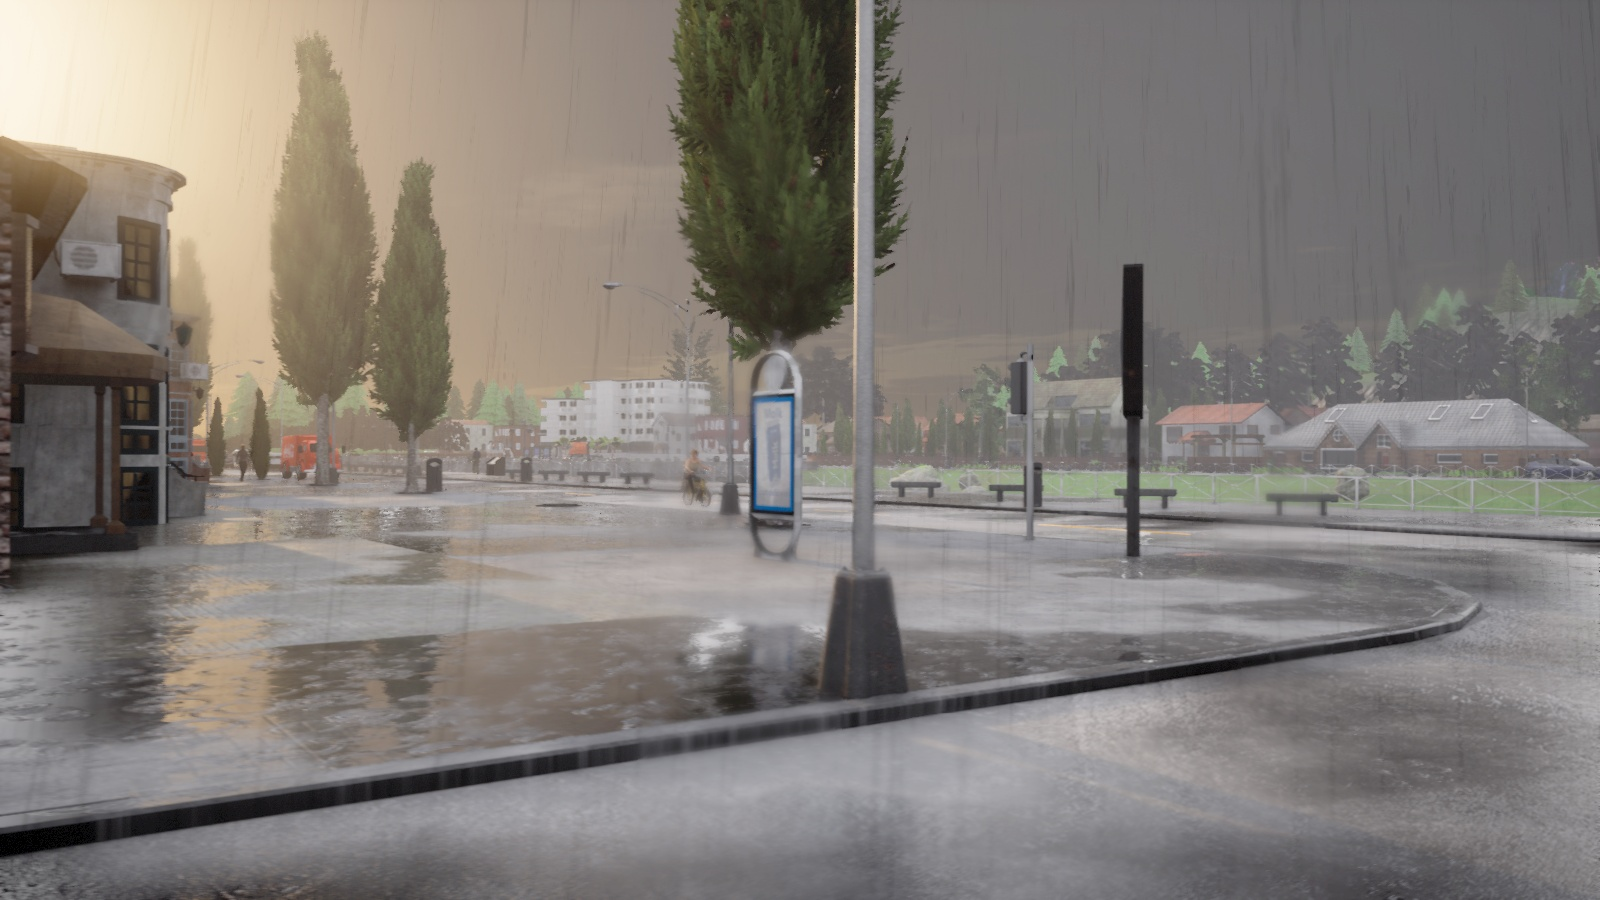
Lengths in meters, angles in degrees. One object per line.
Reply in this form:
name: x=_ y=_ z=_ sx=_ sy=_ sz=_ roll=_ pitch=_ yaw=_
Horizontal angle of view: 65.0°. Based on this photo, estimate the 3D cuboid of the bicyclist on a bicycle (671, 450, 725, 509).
bicyclist on a bicycle: x=-2.855 y=0.803 z=34.967 sx=0.866 sy=1.612 sz=1.509 roll=0 pitch=0 yaw=-35

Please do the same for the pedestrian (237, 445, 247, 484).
pedestrian: x=-26.133 y=0.671 z=58.777 sx=0.331 sy=1.846 sz=0.634 roll=0 pitch=0 yaw=-34

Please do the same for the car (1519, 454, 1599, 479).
car: x=47.463 y=0.979 z=77.648 sx=2.163 sy=1.488 sz=4.792 roll=0 pitch=0 yaw=-35

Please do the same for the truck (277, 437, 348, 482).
truck: x=-27.473 y=0.519 z=70.685 sx=2.627 sy=2.467 sz=5.204 roll=0 pitch=0 yaw=-35
